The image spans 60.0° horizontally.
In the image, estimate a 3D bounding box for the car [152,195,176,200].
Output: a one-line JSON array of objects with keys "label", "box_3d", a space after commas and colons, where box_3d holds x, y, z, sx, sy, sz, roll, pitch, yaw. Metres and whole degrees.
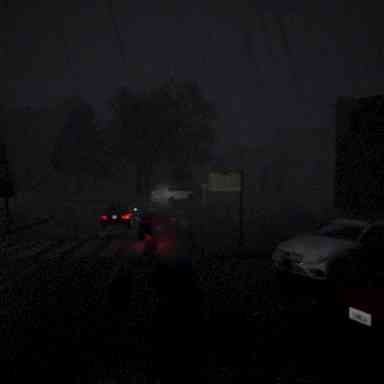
[{"label": "car", "box_3d": [-2.427, 1.249, 26.230, 1.812, 1.442, 4.674, 0, 2, -1]}]

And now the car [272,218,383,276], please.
[{"label": "car", "box_3d": [4.337, 1.446, 8.923, 4.674, 1.452, 2.002, 0, 0, -26]}]

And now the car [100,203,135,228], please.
[{"label": "car", "box_3d": [-4.722, 1.439, 21.767, 2.033, 1.411, 5.357, -1, 2, -6]}]

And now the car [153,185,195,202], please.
[{"label": "car", "box_3d": [-2.004, 0.234, 37.183, 2.150, 2.045, 5.566, 3, 5, 37]}]

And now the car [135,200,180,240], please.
[{"label": "car", "box_3d": [-1.701, 1.435, 17.085, 1.882, 1.535, 5.008, -1, 0, -6]}]

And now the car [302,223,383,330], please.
[{"label": "car", "box_3d": [4.630, 1.441, 5.975, 4.792, 1.488, 2.163, 0, 0, -26]}]
